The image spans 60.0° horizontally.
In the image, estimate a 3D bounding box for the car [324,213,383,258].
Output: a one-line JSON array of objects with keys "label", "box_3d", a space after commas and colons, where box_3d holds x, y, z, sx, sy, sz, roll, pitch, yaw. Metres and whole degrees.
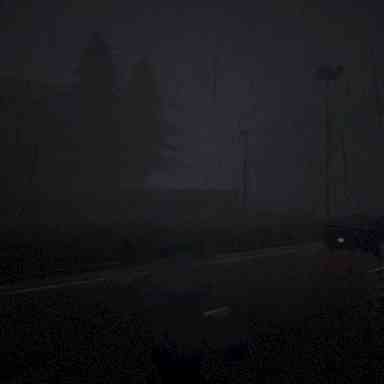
[{"label": "car", "box_3d": [7.329, 1.581, 13.284, 5.008, 1.535, 1.882, 1, 0, -35]}]

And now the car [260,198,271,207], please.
[{"label": "car", "box_3d": [11.595, 1.833, 58.466, 1.837, 1.490, 4.892, 1, -1, -35]}]

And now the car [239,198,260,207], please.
[{"label": "car", "box_3d": [8.645, 1.808, 56.556, 1.837, 1.490, 4.892, 1, -1, -36]}]
